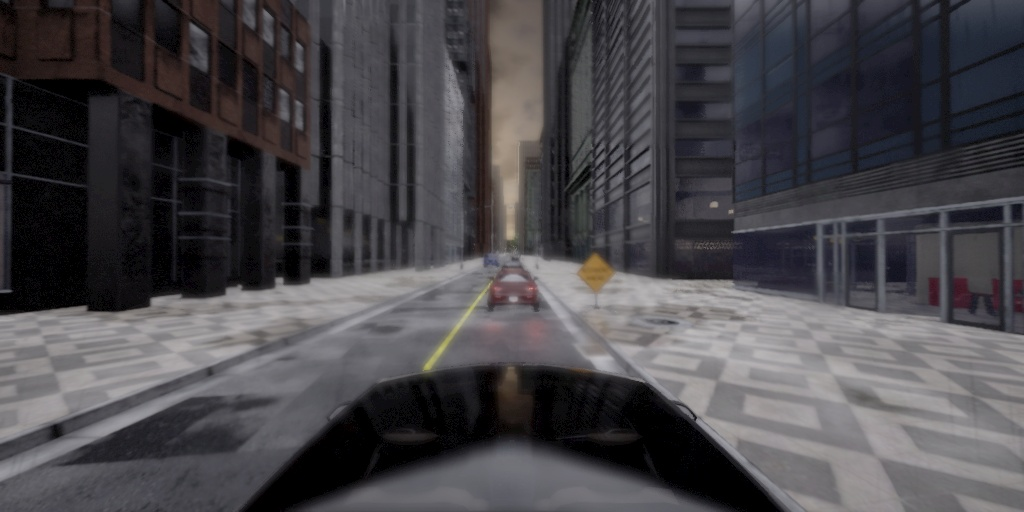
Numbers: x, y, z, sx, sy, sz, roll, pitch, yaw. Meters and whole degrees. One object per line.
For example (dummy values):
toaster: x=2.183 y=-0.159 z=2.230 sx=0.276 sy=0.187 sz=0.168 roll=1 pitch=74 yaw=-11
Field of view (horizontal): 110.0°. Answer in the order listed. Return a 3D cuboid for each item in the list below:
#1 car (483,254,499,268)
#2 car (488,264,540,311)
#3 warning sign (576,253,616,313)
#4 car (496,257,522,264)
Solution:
car: x=-3.081 y=0.680 z=53.657 sx=2.150 sy=2.045 sz=5.566 roll=0 pitch=0 yaw=0
car: x=0.069 y=1.230 z=14.021 sx=1.812 sy=1.442 sz=4.674 roll=0 pitch=0 yaw=0
warning sign: x=2.714 y=0.831 z=11.554 sx=1.300 sy=1.860 sz=1.060 roll=0 pitch=0 yaw=0
car: x=0.064 y=1.122 z=28.863 sx=2.128 sy=1.511 sz=4.902 roll=0 pitch=1 yaw=0
